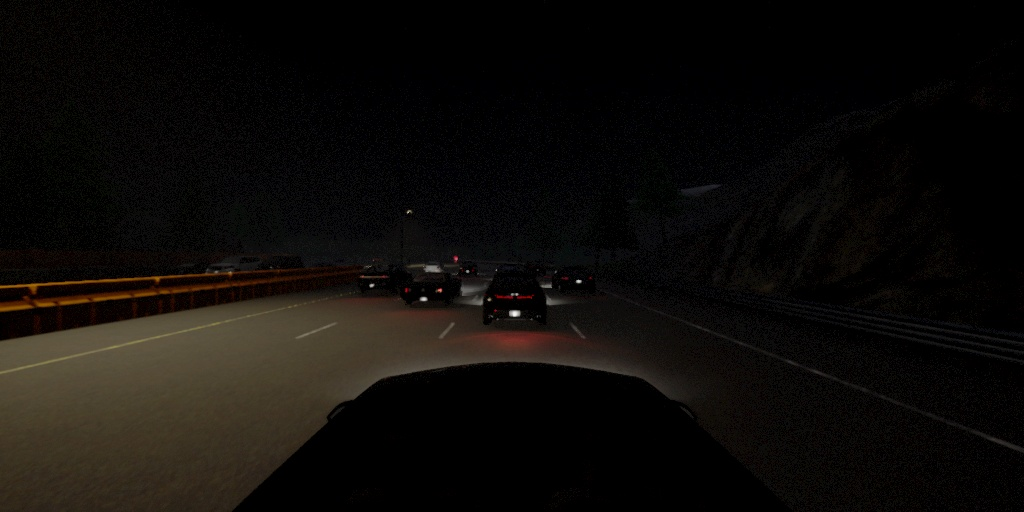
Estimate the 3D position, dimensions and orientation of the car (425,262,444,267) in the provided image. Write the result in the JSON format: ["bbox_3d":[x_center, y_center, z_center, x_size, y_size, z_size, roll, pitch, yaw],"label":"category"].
[{"bbox_3d":[-8.066,1.303,37.129,1.812,1.442,4.674,0,0,-6],"label":"car"}]

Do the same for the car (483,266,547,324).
[{"bbox_3d":[0.084,1.265,11.982,1.837,1.490,4.892,0,0,0],"label":"car"}]

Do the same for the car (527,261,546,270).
[{"bbox_3d":[2.324,1.256,38.585,1.882,1.535,5.008,0,0,-7],"label":"car"}]

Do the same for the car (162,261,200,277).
[{"bbox_3d":[-28.889,1.252,32.457,1.882,1.535,5.008,0,0,-6],"label":"car"}]

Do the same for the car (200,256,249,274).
[{"bbox_3d":[-25.427,0.995,33.237,2.150,2.045,5.566,0,0,-6],"label":"car"}]

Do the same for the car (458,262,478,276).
[{"bbox_3d":[-4.540,1.303,37.003,1.812,1.442,4.674,0,0,-6],"label":"car"}]

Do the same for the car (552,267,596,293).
[{"bbox_3d":[3.501,1.329,20.966,1.994,1.385,4.181,0,0,-1],"label":"car"}]

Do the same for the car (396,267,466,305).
[{"bbox_3d":[-3.422,1.362,16.047,1.895,1.301,4.718,0,0,-1],"label":"car"}]

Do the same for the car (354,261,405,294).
[{"bbox_3d":[-6.979,1.257,20.205,2.128,1.511,4.902,0,0,-1],"label":"car"}]

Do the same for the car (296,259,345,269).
[{"bbox_3d":[-18.600,1.324,35.224,2.033,1.411,5.357,0,0,-6],"label":"car"}]

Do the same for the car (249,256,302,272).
[{"bbox_3d":[-22.017,0.996,34.239,2.150,2.045,5.566,0,0,-6],"label":"car"}]

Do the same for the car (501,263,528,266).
[{"bbox_3d":[-0.227,1.318,27.061,2.033,1.411,5.357,0,0,-3],"label":"car"}]
